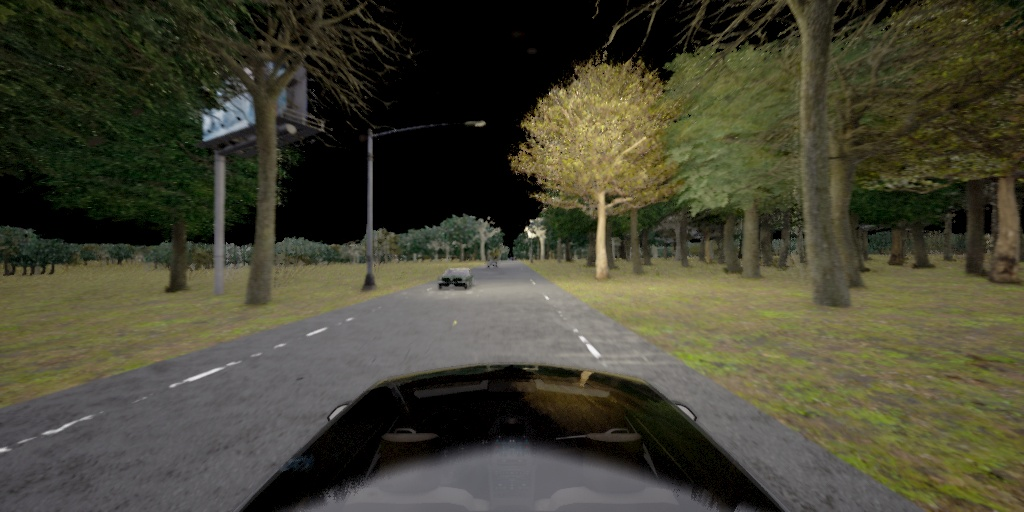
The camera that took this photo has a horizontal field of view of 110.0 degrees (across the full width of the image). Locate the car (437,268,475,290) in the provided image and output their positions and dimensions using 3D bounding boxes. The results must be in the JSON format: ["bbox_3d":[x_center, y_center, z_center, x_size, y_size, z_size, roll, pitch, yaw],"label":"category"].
[{"bbox_3d":[-3.609,1.474,23.736,1.895,1.301,4.718,0,0,0],"label":"car"}]
